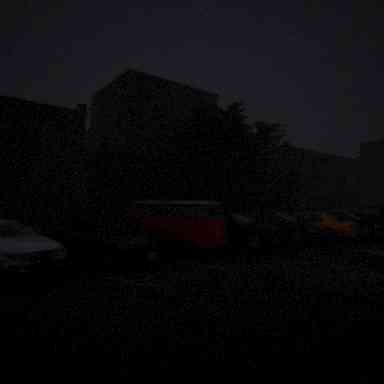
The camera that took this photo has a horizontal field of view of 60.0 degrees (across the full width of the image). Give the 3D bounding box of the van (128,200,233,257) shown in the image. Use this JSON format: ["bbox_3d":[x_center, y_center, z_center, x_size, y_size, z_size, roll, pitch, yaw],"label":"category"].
[{"bbox_3d":[-0.886,1.301,13.094,4.442,1.987,1.878,-1,-1,35],"label":"van"}]

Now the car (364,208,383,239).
[{"bbox_3d":[8.757,1.859,19.790,4.892,1.521,2.231,0,-3,35],"label":"car"}]

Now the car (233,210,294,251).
[{"bbox_3d":[1.595,1.578,14.725,5.008,1.535,2.097,-1,-2,35],"label":"car"}]

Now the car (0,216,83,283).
[{"bbox_3d":[-5.562,1.517,9.632,4.674,1.452,2.002,-1,-1,34],"label":"car"}]

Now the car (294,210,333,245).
[{"bbox_3d":[3.983,1.652,16.416,4.892,1.521,2.231,0,-2,35],"label":"car"}]

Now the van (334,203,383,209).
[{"bbox_3d":[11.060,1.764,21.540,4.442,1.987,1.878,0,-2,35],"label":"van"}]

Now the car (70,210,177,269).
[{"bbox_3d":[-3.154,1.522,11.309,4.792,1.488,2.163,-1,-1,35],"label":"car"}]

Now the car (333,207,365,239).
[{"bbox_3d":[6.217,1.741,18.200,5.366,1.575,1.946,0,-2,35],"label":"car"}]
